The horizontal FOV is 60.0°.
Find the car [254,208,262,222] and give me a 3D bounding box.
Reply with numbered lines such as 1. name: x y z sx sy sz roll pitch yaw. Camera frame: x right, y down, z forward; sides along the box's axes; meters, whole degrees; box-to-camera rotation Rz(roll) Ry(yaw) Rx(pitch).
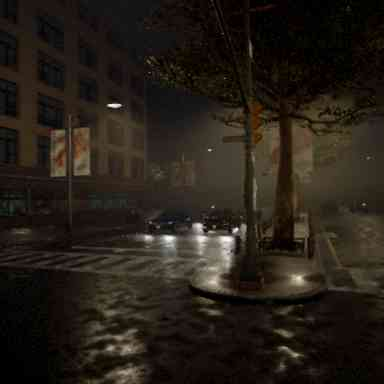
1. car: 5.490 2.104 31.924 1.895 1.301 4.718 -1 -1 20

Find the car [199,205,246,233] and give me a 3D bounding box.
1. car: 2.155 1.884 22.464 1.837 1.490 4.892 -1 -1 19

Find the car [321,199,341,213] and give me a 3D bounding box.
1. car: 18.717 2.039 45.226 1.882 1.535 5.008 -1 -1 20

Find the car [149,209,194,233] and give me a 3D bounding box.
1. car: -1.310 1.964 23.173 1.812 1.442 4.674 -1 -1 20

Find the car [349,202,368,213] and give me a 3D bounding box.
1. car: 22.170 2.046 44.333 2.033 1.411 5.357 -1 -1 20
